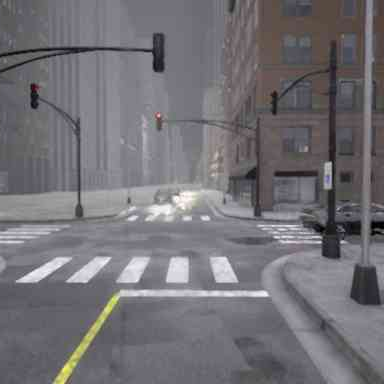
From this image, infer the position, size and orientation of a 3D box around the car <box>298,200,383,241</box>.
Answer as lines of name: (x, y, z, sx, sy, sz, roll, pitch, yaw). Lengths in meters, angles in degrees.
car: (6.783, 1.104, 13.291, 4.902, 1.511, 2.128, 0, 2, 0)

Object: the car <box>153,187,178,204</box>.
car: (-2.973, 0.464, 35.091, 2.128, 1.511, 4.902, 0, 2, 0)

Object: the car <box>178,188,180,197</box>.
car: (-2.878, -0.059, 53.079, 2.128, 1.511, 4.902, 0, 2, 1)
